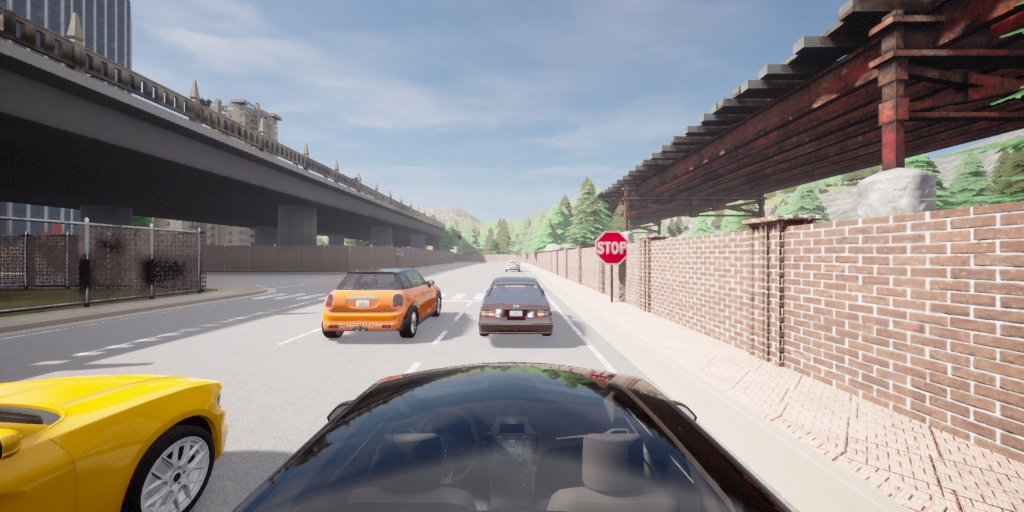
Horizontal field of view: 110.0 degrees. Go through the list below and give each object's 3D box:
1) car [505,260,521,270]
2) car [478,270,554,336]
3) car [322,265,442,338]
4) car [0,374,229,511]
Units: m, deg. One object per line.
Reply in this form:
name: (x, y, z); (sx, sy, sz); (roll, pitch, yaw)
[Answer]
car: (0.110, 1.276, 46.214); (1.812, 1.442, 4.674); (0, 0, -1)
car: (0.087, 1.297, 10.331); (2.033, 1.411, 5.357); (0, 0, 0)
car: (-3.414, 1.102, 10.312); (2.097, 1.767, 4.553); (0, 0, 0)
car: (-3.397, 1.228, 1.054); (1.882, 1.535, 5.008); (0, 0, 0)
